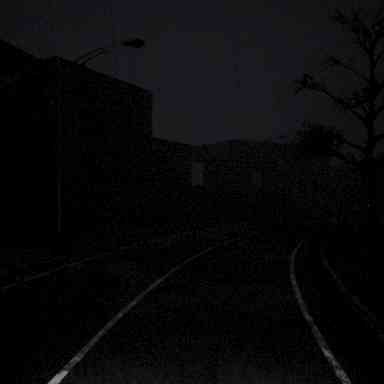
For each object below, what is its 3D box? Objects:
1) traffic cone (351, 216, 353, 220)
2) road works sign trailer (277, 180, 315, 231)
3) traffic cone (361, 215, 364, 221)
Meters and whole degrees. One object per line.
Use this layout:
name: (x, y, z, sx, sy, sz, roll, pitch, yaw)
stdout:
traffic cone: (16.478, 2.628, 34.260, 0.340, 0.580, 0.340, 0, -1, 44)
road works sign trailer: (7.946, 0.906, 24.503, 2.380, 3.560, 2.880, 0, -1, 42)
traffic cone: (17.201, 2.634, 33.569, 0.340, 0.580, 0.340, 1, -1, 44)
